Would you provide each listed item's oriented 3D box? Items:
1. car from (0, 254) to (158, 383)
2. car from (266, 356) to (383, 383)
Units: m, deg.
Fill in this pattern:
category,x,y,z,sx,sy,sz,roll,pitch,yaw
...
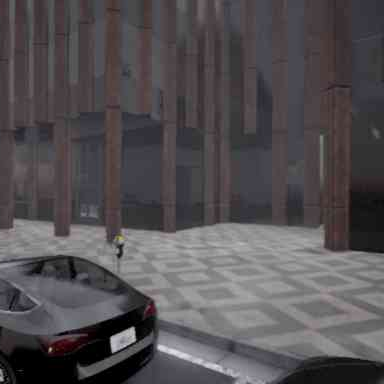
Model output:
category,x,y,z,sx,sy,sz,roll,pitch,yaw
car,-2.409,1.575,4.678,4.313,1.339,1.947,0,0,36
car,2.186,1.563,1.399,4.313,1.339,1.947,0,0,36
